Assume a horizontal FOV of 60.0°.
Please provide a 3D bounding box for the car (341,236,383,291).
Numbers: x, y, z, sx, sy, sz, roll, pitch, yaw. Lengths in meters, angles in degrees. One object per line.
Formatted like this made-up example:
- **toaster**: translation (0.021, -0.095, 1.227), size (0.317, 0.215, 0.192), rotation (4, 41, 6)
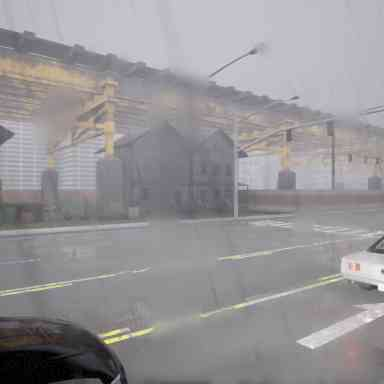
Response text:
- **car**: translation (5.616, 1.601, 7.776), size (4.718, 1.301, 1.895), rotation (0, 0, -35)

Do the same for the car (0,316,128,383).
- **car**: translation (-2.739, 1.492, 1.793), size (4.902, 1.511, 2.128), rotation (0, 0, -35)
